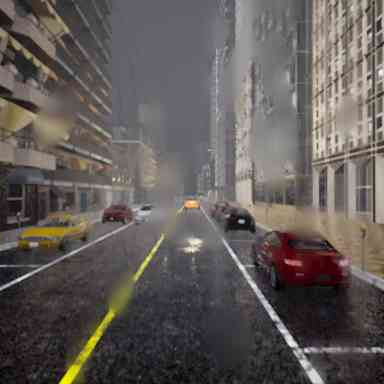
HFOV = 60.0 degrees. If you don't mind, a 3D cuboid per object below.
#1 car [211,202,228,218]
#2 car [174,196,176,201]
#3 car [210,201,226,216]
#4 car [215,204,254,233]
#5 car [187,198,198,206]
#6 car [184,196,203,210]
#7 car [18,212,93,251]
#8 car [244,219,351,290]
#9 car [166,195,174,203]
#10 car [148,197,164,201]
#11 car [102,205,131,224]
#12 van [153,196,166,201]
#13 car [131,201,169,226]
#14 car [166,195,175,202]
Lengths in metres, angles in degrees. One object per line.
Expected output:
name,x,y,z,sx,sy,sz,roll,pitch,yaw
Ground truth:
car,2.693,1.693,25.835,1.802,1.307,4.206,0,0,0
car,-5.680,1.959,82.320,1.802,1.307,4.206,0,0,0
car,2.694,1.577,31.483,1.967,1.590,4.097,0,0,0
car,2.693,1.652,20.185,1.947,1.339,4.313,0,0,0
car,0.105,1.822,61.590,2.033,1.411,5.357,0,0,0
car,0.064,1.566,47.930,2.097,1.767,4.553,0,0,3
car,-5.688,1.586,14.368,1.752,1.417,4.829,0,0,0
car,2.691,1.619,8.888,1.802,1.307,4.206,0,0,0
car,-5.681,1.930,76.672,1.802,1.307,4.206,0,0,0
car,-5.685,1.780,48.429,1.947,1.339,4.313,0,0,0
car,-5.687,1.656,25.836,1.887,1.381,4.507,0,0,0
van,-5.683,1.582,54.080,1.690,1.788,3.998,0,0,0
car,-3.006,1.632,24.735,1.812,1.442,4.674,0,0,0
car,-5.680,1.721,87.970,2.192,1.841,5.009,0,0,0
